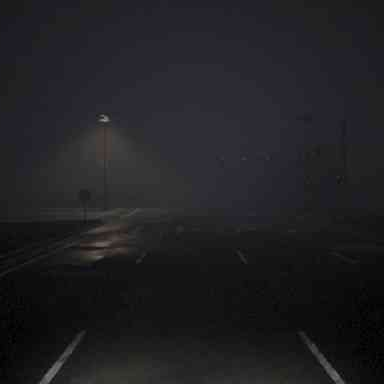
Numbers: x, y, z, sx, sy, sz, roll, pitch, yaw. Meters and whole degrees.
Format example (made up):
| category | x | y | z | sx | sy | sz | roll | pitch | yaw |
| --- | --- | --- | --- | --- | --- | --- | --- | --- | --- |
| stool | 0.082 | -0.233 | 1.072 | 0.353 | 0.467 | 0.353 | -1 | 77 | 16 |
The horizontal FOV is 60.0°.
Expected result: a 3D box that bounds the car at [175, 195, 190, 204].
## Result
| category | x | y | z | sx | sy | sz | roll | pitch | yaw |
| --- | --- | --- | --- | --- | --- | --- | --- | --- | --- |
| car | -1.844 | 1.633 | 68.101 | 2.128 | 1.511 | 4.902 | 0 | 0 | 0 |
